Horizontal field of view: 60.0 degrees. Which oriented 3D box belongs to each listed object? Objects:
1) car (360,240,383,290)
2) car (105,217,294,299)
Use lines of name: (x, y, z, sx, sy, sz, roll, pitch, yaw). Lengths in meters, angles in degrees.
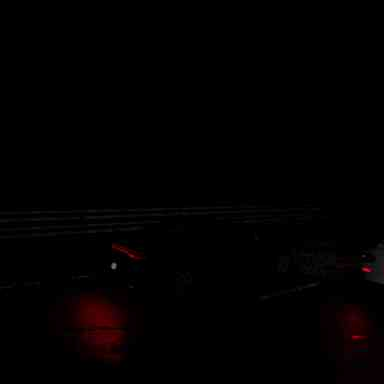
car: (5.702, 1.516, 7.670, 4.674, 1.442, 1.812, 0, 1, -35)
car: (0.430, 1.367, 8.213, 5.008, 1.535, 1.882, 0, 1, -35)
